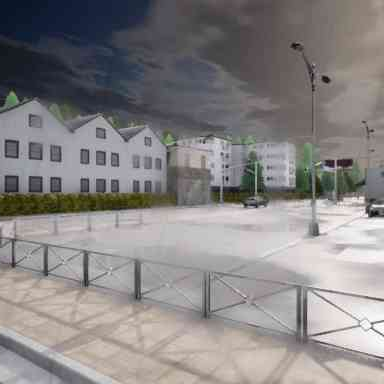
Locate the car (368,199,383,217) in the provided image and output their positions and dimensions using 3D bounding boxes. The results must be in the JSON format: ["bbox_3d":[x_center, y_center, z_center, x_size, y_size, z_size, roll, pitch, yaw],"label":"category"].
[{"bbox_3d":[15.469,1.298,26.777,2.007,1.523,4.514,0,0,35],"label":"car"}]

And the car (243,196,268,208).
[{"bbox_3d":[8.330,1.300,43.246,2.128,1.511,4.902,0,0,33],"label":"car"}]

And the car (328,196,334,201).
[{"bbox_3d":[34.236,1.361,79.955,1.994,1.385,4.181,0,0,35],"label":"car"}]
